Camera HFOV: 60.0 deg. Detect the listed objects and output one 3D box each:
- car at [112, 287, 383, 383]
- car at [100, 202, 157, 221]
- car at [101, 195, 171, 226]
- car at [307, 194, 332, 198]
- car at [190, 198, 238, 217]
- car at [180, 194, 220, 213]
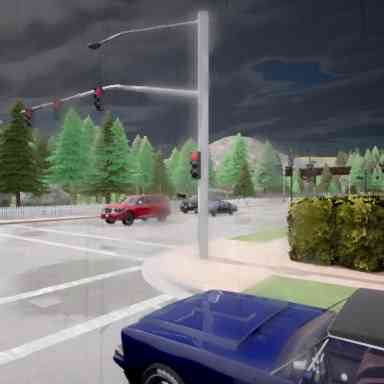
[{"bbox_3d":[1.502,1.601,2.894,4.718,1.301,1.895,0,0,36],"label":"car"},{"bbox_3d":[-5.258,1.601,28.138,1.895,1.301,4.718,0,0,38],"label":"car"},{"bbox_3d":[-3.911,1.221,24.203,2.150,2.045,5.566,0,0,38],"label":"car"},{"bbox_3d":[13.636,1.221,34.767,2.150,2.045,5.566,0,0,38],"label":"car"},{"bbox_3d":[2.457,1.547,32.232,2.033,1.411,5.357,0,0,38],"label":"car"},{"bbox_3d":[1.079,1.221,36.119,2.150,2.045,5.566,0,0,39],"label":"car"}]
